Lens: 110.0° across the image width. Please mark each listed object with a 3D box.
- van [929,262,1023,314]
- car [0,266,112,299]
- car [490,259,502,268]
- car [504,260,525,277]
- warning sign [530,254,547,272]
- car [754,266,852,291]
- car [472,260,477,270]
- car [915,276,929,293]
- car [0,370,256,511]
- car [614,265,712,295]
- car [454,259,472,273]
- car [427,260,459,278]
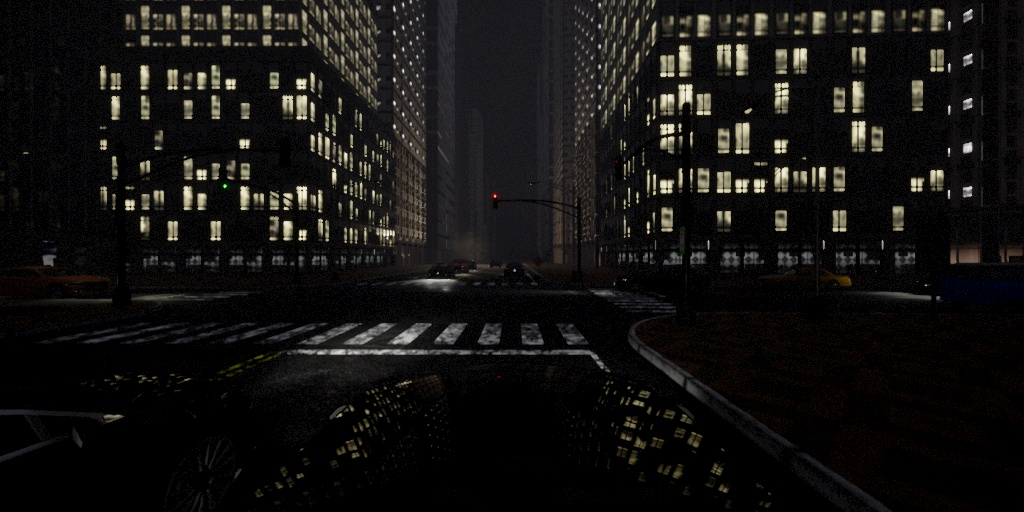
[{"bbox_3d":[18.403,1.115,13.118,3.998,1.789,1.690,0,0,2],"label":"van"},{"bbox_3d":[-22.322,1.230,17.166,5.008,1.535,1.882,0,0,0],"label":"car"},{"bbox_3d":[-2.896,1.344,63.777,1.837,1.490,4.892,0,0,0],"label":"car"},{"bbox_3d":[0.253,1.337,36.252,1.994,1.385,4.181,0,0,0],"label":"car"},{"bbox_3d":[3.011,0.896,41.341,1.300,1.860,1.060,0,0,0],"label":"warning sign"},{"bbox_3d":[17.166,1.287,21.296,4.829,1.417,1.751,0,0,2],"label":"car"},{"bbox_3d":[-6.383,1.357,53.839,2.033,1.411,5.357,0,0,0],"label":"car"},{"bbox_3d":[23.844,1.275,18.425,4.892,1.490,1.837,0,0,3],"label":"car"},{"bbox_3d":[-3.154,1.242,1.148,2.128,1.511,4.902,0,0,0],"label":"car"},{"bbox_3d":[8.049,1.250,19.324,4.902,1.511,2.128,0,0,7],"label":"car"},{"bbox_3d":[-6.430,1.137,43.342,2.097,1.767,4.553,0,0,0],"label":"car"},{"bbox_3d":[-6.471,1.332,33.345,1.994,1.385,4.181,0,0,0],"label":"car"}]
